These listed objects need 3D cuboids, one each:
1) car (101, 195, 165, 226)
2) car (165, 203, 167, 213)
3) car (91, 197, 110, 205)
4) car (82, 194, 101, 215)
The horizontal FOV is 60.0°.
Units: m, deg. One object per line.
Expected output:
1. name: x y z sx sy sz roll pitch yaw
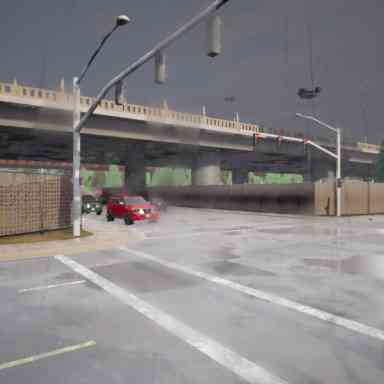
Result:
1. car: -4.581 1.279 24.815 2.150 2.045 5.566 0 0 -36
2. car: -4.714 1.407 37.372 2.097 1.767 4.553 0 0 -36
3. car: -16.641 1.619 60.049 1.994 1.385 4.181 0 0 -36
4. car: -10.966 1.277 33.737 2.150 2.045 5.566 0 0 -36
